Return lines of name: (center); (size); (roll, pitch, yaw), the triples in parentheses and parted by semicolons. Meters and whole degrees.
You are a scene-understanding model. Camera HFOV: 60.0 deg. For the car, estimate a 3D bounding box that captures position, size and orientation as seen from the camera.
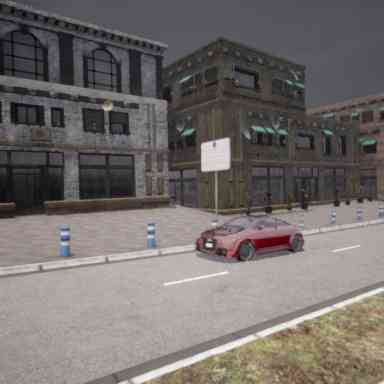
car: (2.176, 1.556, 12.140); (4.181, 1.385, 1.994); (0, 0, -36)
